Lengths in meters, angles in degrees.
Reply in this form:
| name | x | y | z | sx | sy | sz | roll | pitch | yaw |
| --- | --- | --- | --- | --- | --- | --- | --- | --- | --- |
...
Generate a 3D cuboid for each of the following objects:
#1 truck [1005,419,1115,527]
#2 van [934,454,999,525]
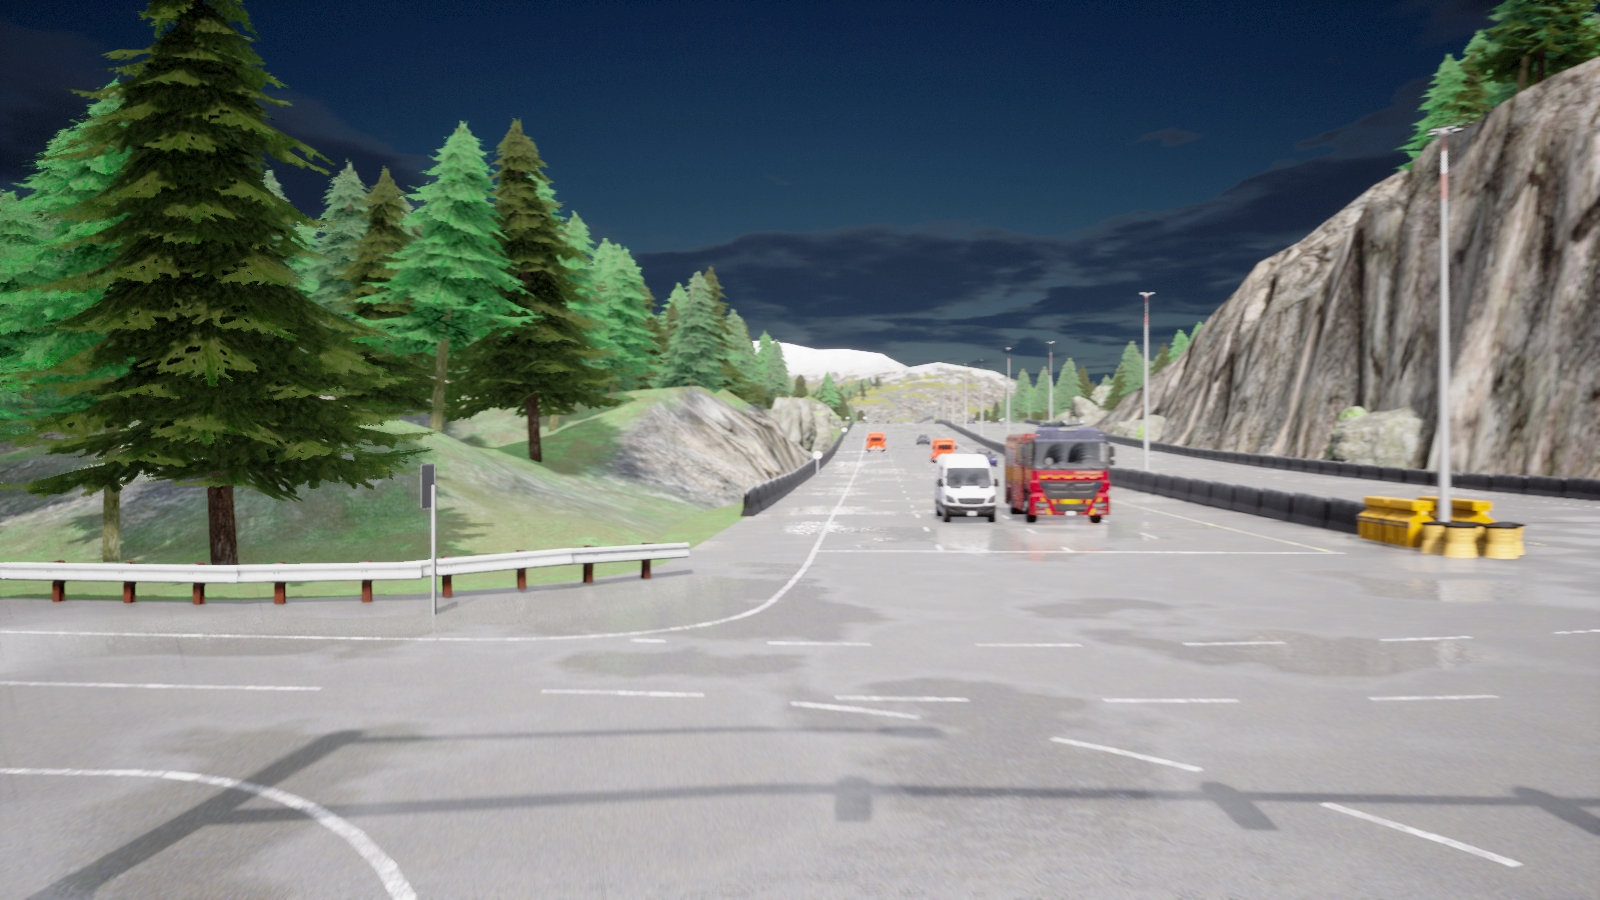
| name | x | y | z | sx | sy | sz | roll | pitch | yaw |
| --- | --- | --- | --- | --- | --- | --- | --- | --- | --- |
| truck | 9.983 | 0.805 | 44.762 | 2.891 | 3.827 | 8.468 | 0 | 0 | 4 |
| van | 6.486 | 1.454 | 45.072 | 1.988 | 2.561 | 5.915 | 0 | 0 | 3 |
